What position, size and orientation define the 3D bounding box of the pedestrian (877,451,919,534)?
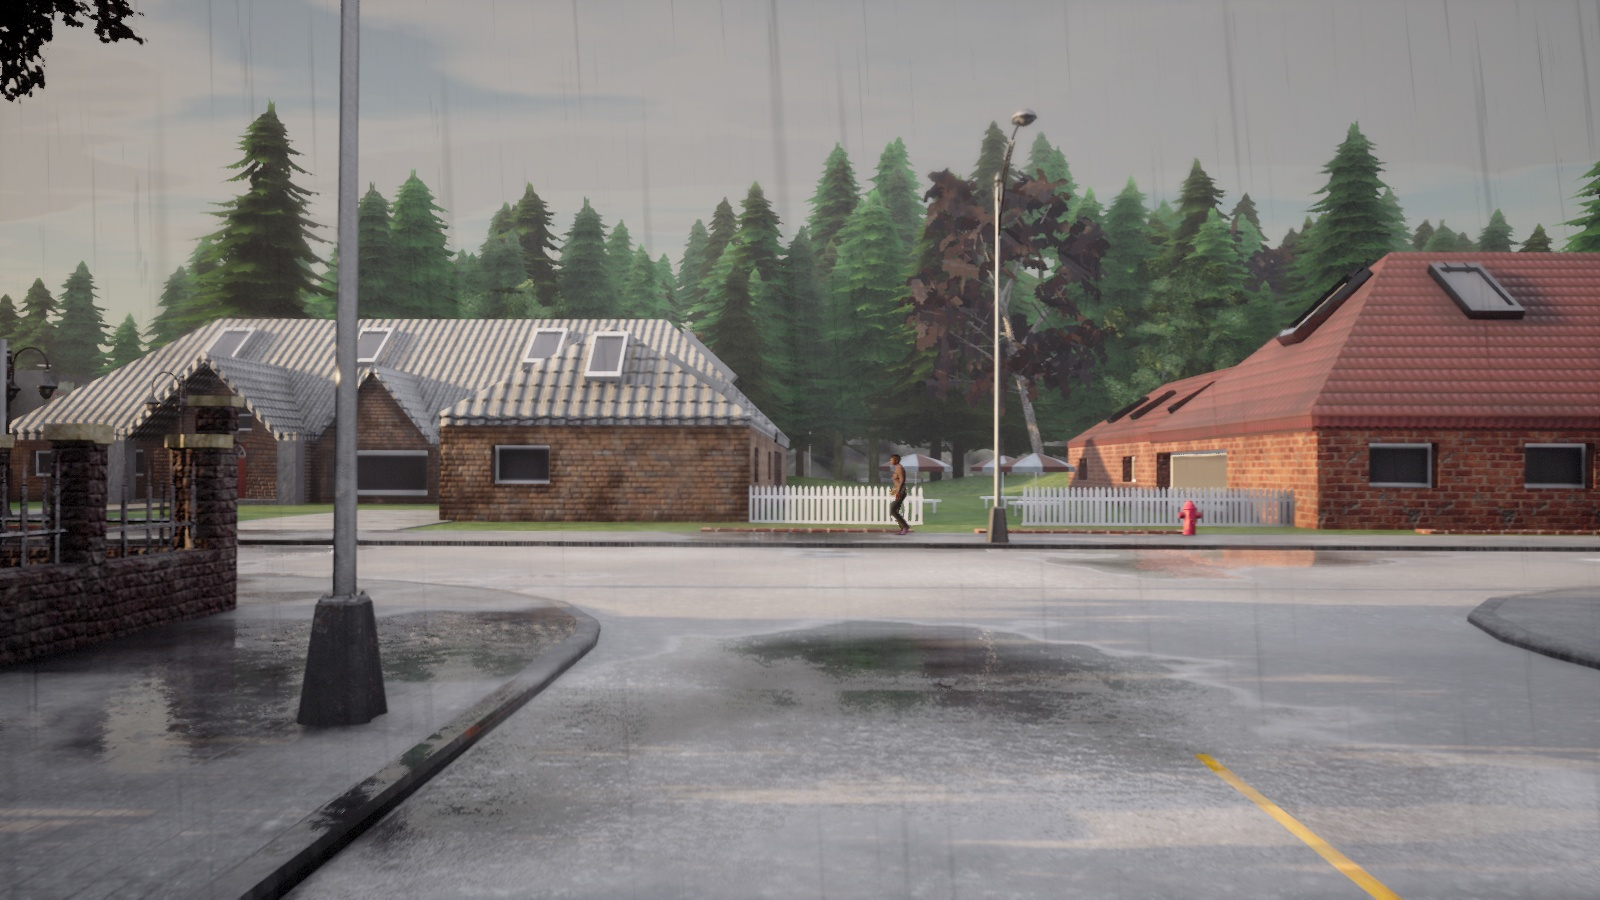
[{"bbox_3d":[2.141,0.922,27.433,0.869,1.805,0.328,0,-1,-1],"label":"pedestrian"}]
